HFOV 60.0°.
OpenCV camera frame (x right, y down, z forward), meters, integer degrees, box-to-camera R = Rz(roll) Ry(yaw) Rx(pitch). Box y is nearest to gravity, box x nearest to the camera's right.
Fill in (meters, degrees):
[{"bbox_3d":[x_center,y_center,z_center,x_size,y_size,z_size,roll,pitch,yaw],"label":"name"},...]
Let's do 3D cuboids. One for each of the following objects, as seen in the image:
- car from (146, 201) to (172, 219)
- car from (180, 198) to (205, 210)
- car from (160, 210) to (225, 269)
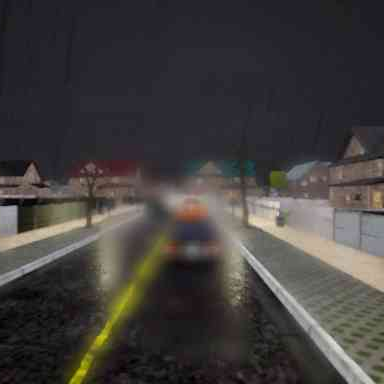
[{"bbox_3d":[-2.832,1.519,29.267,1.882,1.535,5.008,0,0,0],"label":"car"},{"bbox_3d":[0.054,1.392,28.179,2.097,1.767,4.553,0,0,0],"label":"car"},{"bbox_3d":[0.043,1.556,11.120,2.033,1.411,5.357,0,0,0],"label":"car"}]
